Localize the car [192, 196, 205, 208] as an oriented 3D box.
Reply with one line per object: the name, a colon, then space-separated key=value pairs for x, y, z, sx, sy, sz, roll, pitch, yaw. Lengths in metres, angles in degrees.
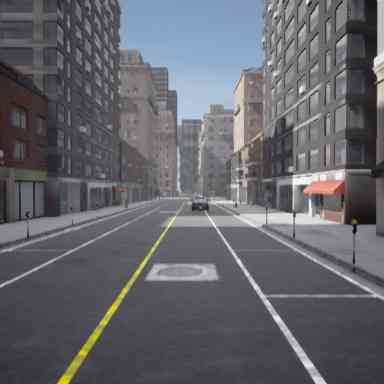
car: x=0.900 y=1.451 z=47.928 sx=1.801 sy=1.575 sz=5.366 roll=0 pitch=0 yaw=0

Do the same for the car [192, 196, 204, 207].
car: x=0.899 y=1.460 z=53.929 sx=1.801 sy=1.575 sz=5.366 roll=0 pitch=0 yaw=0

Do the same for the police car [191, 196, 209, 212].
police car: x=0.900 y=1.419 z=37.849 sx=1.930 sy=1.638 sz=5.238 roll=0 pitch=0 yaw=0
